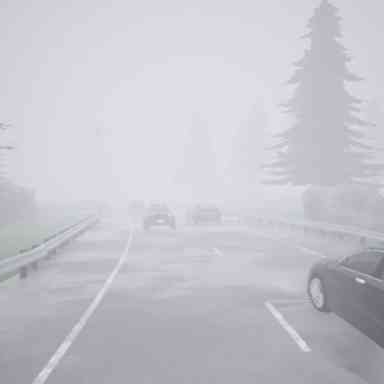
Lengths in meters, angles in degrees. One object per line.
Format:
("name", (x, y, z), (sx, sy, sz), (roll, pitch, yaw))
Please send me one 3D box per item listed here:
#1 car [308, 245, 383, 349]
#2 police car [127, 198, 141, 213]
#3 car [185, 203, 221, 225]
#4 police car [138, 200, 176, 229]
("car", (3.334, 1.508, 4.864), (1.837, 1.490, 4.892), (0, 0, -3))
("police car", (-6.894, 1.583, 40.610), (1.930, 1.638, 5.238), (0, 0, -15))
("car", (0.757, 1.569, 24.723), (2.128, 1.511, 4.902), (0, 0, -12))
("police car", (-2.334, 1.586, 22.441), (2.038, 1.542, 4.974), (0, 0, -11))
